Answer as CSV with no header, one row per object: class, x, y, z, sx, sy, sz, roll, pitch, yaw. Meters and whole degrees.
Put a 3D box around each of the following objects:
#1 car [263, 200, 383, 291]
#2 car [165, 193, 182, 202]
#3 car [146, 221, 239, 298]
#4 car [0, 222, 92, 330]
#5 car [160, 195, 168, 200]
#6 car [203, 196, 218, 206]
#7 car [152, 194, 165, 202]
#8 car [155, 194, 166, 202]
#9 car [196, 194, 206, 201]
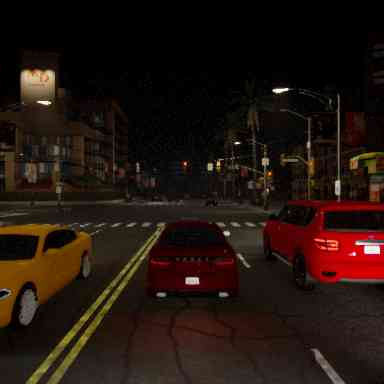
car,3.507,1.221,9.156,2.150,2.045,5.566,0,0,0
car,-4.008,1.224,72.940,2.150,2.045,5.566,0,0,0
car,0.010,1.478,8.579,1.882,1.535,5.008,0,0,0
car,-3.632,1.477,7.079,1.882,1.535,5.008,0,0,0
car,-7.633,1.499,90.597,1.837,1.490,4.892,0,0,0
car,3.177,1.600,54.436,1.895,1.301,4.718,0,0,2
car,-7.502,1.552,72.160,1.994,1.385,4.181,0,0,0
car,-7.562,1.354,80.532,2.097,1.767,4.553,0,0,0
car,2.884,1.524,88.250,2.128,1.511,4.902,0,0,0
